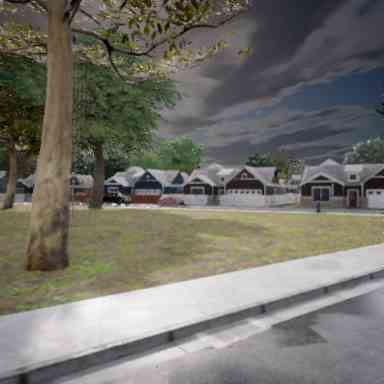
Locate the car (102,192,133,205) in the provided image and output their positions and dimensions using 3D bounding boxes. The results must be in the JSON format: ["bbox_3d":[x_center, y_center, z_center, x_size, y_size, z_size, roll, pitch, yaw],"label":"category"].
[{"bbox_3d":[-11.452,0.965,49.235,5.566,2.045,2.150,0,0,28],"label":"car"}]

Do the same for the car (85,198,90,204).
[{"bbox_3d":[-15.224,1.332,54.303,4.718,1.301,1.895,0,0,27],"label":"car"}]

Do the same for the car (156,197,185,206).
[{"bbox_3d":[-3.161,1.333,48.047,4.181,1.385,1.994,0,0,28],"label":"car"}]
